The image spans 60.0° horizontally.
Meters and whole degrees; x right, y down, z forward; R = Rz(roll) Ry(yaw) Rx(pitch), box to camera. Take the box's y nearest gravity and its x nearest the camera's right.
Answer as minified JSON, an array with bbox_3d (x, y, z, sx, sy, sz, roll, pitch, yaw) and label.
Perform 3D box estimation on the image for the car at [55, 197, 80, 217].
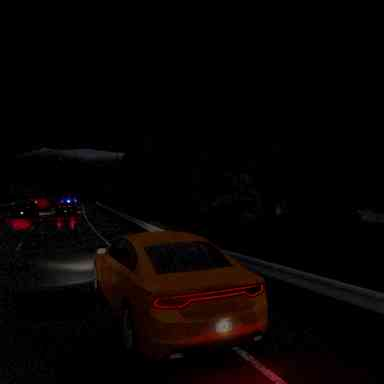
[{"bbox_3d":[-11.882,1.491,31.546,2.128,1.511,4.902,0,0,-19],"label":"car"}]

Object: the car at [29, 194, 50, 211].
[{"bbox_3d":[-18.457,1.221,40.059,2.150,2.045,5.566,0,0,-19],"label":"car"}]

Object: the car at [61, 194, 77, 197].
[{"bbox_3d":[-15.290,1.221,41.447,2.150,2.045,5.566,0,0,-18],"label":"car"}]

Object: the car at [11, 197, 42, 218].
[{"bbox_3d":[-15.059,1.505,30.161,1.837,1.490,4.892,0,0,-19],"label":"car"}]

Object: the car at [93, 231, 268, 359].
[{"bbox_3d":[-0.640,1.478,6.295,1.882,1.535,5.008,0,0,-25],"label":"car"}]
